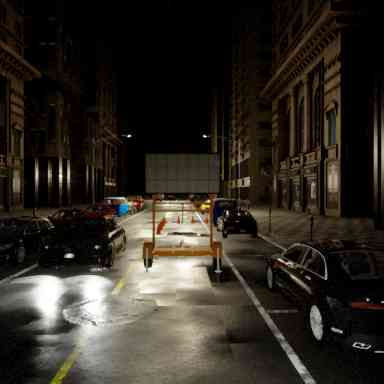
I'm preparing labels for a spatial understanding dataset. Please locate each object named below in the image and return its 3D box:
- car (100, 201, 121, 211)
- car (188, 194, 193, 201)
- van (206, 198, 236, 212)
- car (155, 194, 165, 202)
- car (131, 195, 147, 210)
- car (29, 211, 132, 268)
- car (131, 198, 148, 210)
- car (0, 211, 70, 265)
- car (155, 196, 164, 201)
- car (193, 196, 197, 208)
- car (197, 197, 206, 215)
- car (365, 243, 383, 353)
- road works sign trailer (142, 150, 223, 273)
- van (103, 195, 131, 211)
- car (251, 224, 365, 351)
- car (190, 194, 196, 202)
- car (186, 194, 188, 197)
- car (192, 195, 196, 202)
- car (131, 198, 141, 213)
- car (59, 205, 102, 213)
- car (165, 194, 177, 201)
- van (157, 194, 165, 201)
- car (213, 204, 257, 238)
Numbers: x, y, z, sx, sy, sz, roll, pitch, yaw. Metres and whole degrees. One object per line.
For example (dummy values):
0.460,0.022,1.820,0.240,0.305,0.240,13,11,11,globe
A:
-6.416,1.551,22.741,1.887,1.381,4.507,0,0,-2,car
0.802,1.599,67.931,1.947,1.339,4.313,0,0,-2,car
2.106,1.347,22.999,1.690,1.788,3.998,0,0,-2,van
-8.045,1.627,78.901,1.802,1.307,4.206,0,0,-2,car
-6.904,1.329,39.589,2.192,1.841,5.009,0,0,-2,car
-3.416,1.566,11.111,1.994,1.385,4.181,0,0,-2,car
-7.062,1.541,45.035,1.752,1.417,4.829,0,0,-2,car
-6.090,1.553,11.515,2.008,1.369,4.403,0,0,-2,car
-8.208,1.616,84.517,1.947,1.339,4.313,0,0,-2,car
1.454,1.598,45.465,1.802,1.307,4.206,0,0,-2,car
1.775,1.537,34.402,1.752,1.417,4.829,0,0,-2,car
2.757,1.315,0.534,2.192,1.841,5.009,0,0,-2,car
-0.301,0.466,10.673,2.380,3.560,2.880,0,0,-2,road works sign trailer
-6.578,1.350,28.357,1.690,1.788,3.998,0,0,-2,van
2.594,1.552,6.150,2.008,1.369,4.403,0,0,-2,car
1.123,1.548,56.868,1.752,1.417,4.829,0,0,-2,car
0.151,1.371,90.396,2.192,1.841,5.009,0,0,-2,car
1.291,1.601,51.081,1.802,1.307,4.206,0,0,-2,car
-6.741,1.562,33.973,2.008,1.369,4.403,0,0,-2,car
-6.253,1.549,17.125,1.887,1.381,4.507,0,0,-2,car
-5.371,1.525,82.011,1.882,1.535,5.008,0,0,-2,car
-8.370,1.397,90.133,1.690,1.788,3.998,0,0,-2,van
2.268,1.555,17.383,2.008,1.369,4.403,0,0,-2,car
